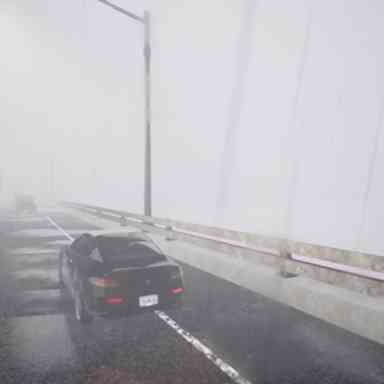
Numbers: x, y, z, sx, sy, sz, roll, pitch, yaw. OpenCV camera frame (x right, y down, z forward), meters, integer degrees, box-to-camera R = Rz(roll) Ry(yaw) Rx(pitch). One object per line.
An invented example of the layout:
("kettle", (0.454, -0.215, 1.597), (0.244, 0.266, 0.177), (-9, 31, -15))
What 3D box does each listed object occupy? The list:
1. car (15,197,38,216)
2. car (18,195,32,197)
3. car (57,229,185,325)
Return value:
("car", (-16.916, 1.615, 33.994), (1.837, 1.490, 4.892), (0, 0, -27))
("car", (-21.608, 1.371, 43.072), (2.150, 2.045, 5.566), (0, 0, -26))
("car", (-1.754, 1.538, 7.232), (1.812, 1.442, 4.674), (0, 0, -28))
